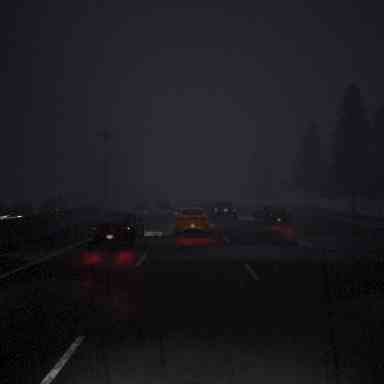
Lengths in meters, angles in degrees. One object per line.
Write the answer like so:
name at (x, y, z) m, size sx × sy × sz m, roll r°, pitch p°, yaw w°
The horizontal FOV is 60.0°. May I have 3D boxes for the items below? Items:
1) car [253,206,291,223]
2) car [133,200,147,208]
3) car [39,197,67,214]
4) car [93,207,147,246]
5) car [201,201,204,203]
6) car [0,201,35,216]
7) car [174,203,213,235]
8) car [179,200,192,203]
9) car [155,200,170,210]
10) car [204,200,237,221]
car at (6.522, 1.863, 27.794) m, size 1.895 × 1.301 × 4.718 m, roll 0°, pitch -1°, yaw -5°
car at (-8.183, 1.984, 52.223) m, size 2.128 × 1.511 × 4.902 m, roll 0°, pitch -1°, yaw -14°
car at (-16.419, 1.597, 39.558) m, size 2.150 × 2.045 × 5.566 m, roll 0°, pitch -1°, yaw -10°
car at (-3.447, 1.678, 16.072) m, size 1.812 × 1.442 × 4.674 m, roll 0°, pitch 0°, yaw -1°
car at (2.613, 1.985, 52.369) m, size 2.128 × 1.511 × 4.902 m, roll 0°, pitch 0°, yaw -13°
car at (-19.750, 1.909, 38.382) m, size 2.033 × 1.411 × 5.357 m, roll 0°, pitch -1°, yaw -10°
car at (-0.060, 1.669, 20.276) m, size 1.882 × 1.535 × 5.008 m, roll 0°, pitch 0°, yaw -2°
car at (-0.917, 2.014, 51.958) m, size 1.812 × 1.442 × 4.674 m, roll 0°, pitch 0°, yaw -13°
car at (-4.657, 1.987, 52.553) m, size 2.128 × 1.511 × 4.902 m, roll 0°, pitch -1°, yaw -14°
car at (2.674, 1.640, 30.610) m, size 2.097 × 1.767 × 4.553 m, roll 0°, pitch -1°, yaw -6°
